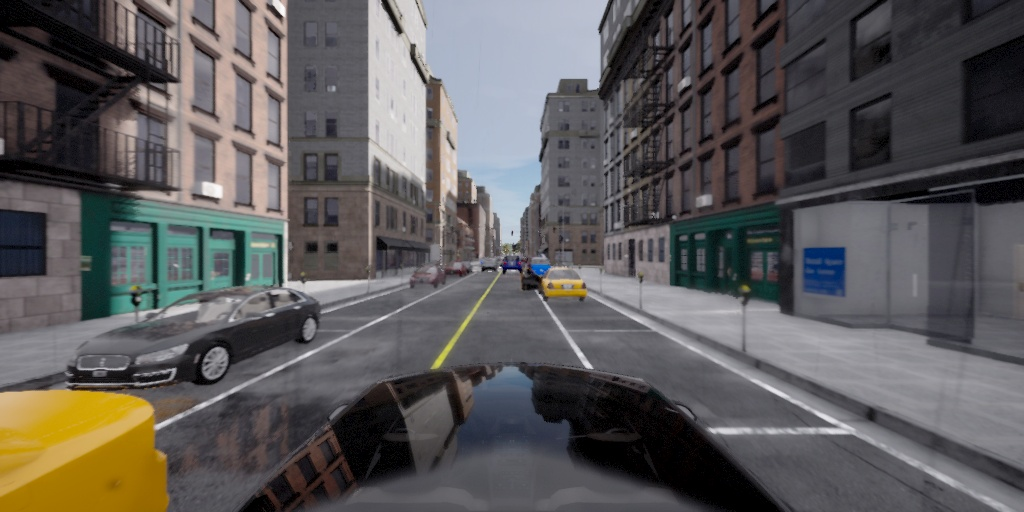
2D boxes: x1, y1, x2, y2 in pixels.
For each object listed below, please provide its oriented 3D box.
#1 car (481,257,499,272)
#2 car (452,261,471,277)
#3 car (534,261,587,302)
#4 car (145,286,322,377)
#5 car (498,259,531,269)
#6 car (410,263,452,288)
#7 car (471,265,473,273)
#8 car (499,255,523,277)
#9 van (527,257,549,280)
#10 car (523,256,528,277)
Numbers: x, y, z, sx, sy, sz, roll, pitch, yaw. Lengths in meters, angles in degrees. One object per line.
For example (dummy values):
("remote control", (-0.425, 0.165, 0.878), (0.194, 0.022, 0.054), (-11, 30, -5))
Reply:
("car", (-2.735, 1.233, 44.290), (1.837, 1.490, 4.892), (0, 0, 0))
("car", (-5.376, 1.258, 34.428), (1.888, 1.381, 4.507), (0, 0, 0))
("car", (2.230, 1.190, 16.941), (1.801, 1.575, 5.366), (0, 0, 0))
("car", (-5.386, 1.295, 6.872), (2.007, 1.370, 4.403), (0, 0, 0))
("car", (0.389, 1.203, 53.712), (4.674, 1.442, 1.812), (0, 0, 34))
("car", (-5.380, 1.308, 23.405), (1.802, 1.307, 4.207), (0, 0, 0))
("car", (-5.374, 1.271, 39.938), (1.948, 1.339, 4.313), (0, 0, 0))
("car", (0.073, 0.927, 40.445), (2.150, 2.045, 5.566), (0, 0, 1))
("van", (2.649, 1.053, 34.424), (1.690, 1.789, 3.998), (0, 0, 0))
("car", (2.651, 1.020, 39.936), (2.192, 1.841, 5.009), (0, 0, 0))
